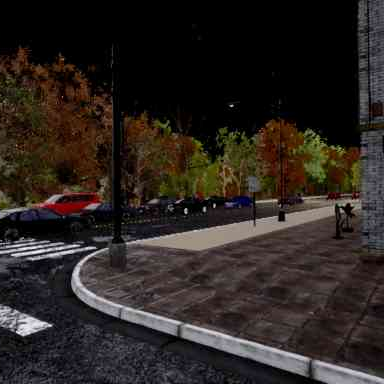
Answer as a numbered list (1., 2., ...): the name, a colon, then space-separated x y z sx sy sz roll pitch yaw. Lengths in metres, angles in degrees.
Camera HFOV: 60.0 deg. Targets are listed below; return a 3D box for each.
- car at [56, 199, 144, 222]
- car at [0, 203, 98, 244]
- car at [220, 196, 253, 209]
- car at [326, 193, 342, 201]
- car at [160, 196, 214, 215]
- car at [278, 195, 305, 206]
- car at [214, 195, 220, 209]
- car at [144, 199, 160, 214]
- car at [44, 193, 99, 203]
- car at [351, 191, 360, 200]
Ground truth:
1. car: -6.092 1.402 22.704 2.033 1.411 5.357 -1 0 36
2. car: -7.306 1.425 15.232 2.033 1.411 5.357 -1 0 36
3. car: 5.493 1.179 38.457 1.812 1.442 4.674 -1 0 36
4. car: 25.596 0.833 59.996 1.812 1.442 4.674 -1 0 36
5. car: -0.376 1.260 30.483 1.837 1.490 4.892 -1 0 36
6. car: 12.670 1.078 42.407 2.033 1.411 5.357 -1 0 36
7. car: 2.760 1.204 40.218 1.837 1.490 4.892 -1 0 37
8. car: -3.056 1.347 32.315 2.033 1.411 5.357 -1 0 37
9. car: -9.133 1.126 24.059 2.150 2.045 5.566 -1 0 36
10. car: 31.427 0.561 62.442 2.097 1.767 4.553 -1 0 36
